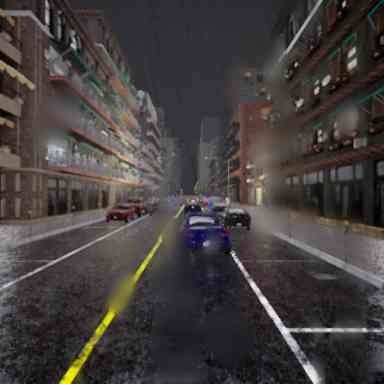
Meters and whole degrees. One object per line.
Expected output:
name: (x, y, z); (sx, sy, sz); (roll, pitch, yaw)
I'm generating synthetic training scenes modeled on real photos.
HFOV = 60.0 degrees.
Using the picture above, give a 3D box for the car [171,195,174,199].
car: (-5.672, 1.763, 72.189); (1.967, 1.590, 4.097); (0, 0, 0)

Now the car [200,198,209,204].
car: (2.707, 1.905, 72.185); (1.802, 1.307, 4.206); (0, 0, 0)

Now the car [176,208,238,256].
car: (0.353, 1.574, 13.327); (1.812, 1.442, 4.674); (0, 0, -5)

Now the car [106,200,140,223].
car: (-5.681, 1.646, 26.871); (1.887, 1.381, 4.507); (0, 0, 0)

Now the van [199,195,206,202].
van: (2.711, 1.761, 89.181); (1.690, 1.788, 3.998); (0, 0, 0)

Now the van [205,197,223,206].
van: (2.702, 1.491, 38.197); (1.690, 1.788, 3.998); (0, 0, 0)

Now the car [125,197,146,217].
car: (-5.678, 1.440, 32.538); (2.192, 1.841, 5.009); (0, 0, 0)

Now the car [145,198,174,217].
car: (-3.091, 1.631, 32.665); (1.837, 1.490, 4.892); (0, 0, 0)

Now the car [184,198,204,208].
car: (0.107, 1.722, 39.788); (1.994, 1.385, 4.181); (0, 0, 0)

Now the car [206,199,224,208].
car: (2.700, 1.676, 32.534); (2.008, 1.369, 4.403); (0, 0, 0)

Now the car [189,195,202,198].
car: (0.110, 1.595, 57.271); (2.097, 1.767, 4.553); (0, 0, 0)

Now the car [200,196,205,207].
car: (2.704, 1.777, 55.191); (1.887, 1.381, 4.507); (0, 0, 0)

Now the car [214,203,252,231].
car: (2.698, 1.629, 21.204); (2.008, 1.369, 4.403); (0, 0, 0)

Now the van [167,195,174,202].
van: (-5.670, 1.761, 89.183); (1.690, 1.788, 3.998); (0, 0, 0)

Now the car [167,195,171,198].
car: (-5.674, 1.817, 66.353); (1.752, 1.417, 4.829); (0, 0, 0)
